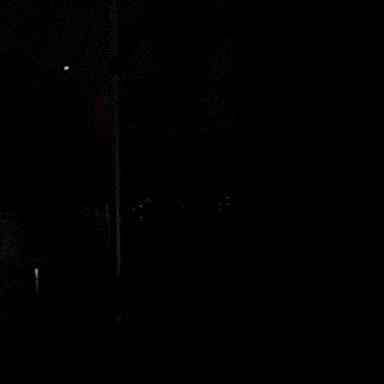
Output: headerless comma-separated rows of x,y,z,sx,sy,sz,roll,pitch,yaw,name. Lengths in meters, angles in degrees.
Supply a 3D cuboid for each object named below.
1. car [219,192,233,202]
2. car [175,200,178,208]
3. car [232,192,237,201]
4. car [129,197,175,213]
6.117,0.754,52.849,1.837,1.490,4.892,-2,0,35,car
-3.486,1.286,39.267,1.994,1.385,4.181,-2,0,35,car
8.769,0.919,50.962,2.033,1.411,5.357,-2,0,35,car
-4.087,1.253,32.749,1.812,1.442,4.674,-2,0,35,car
